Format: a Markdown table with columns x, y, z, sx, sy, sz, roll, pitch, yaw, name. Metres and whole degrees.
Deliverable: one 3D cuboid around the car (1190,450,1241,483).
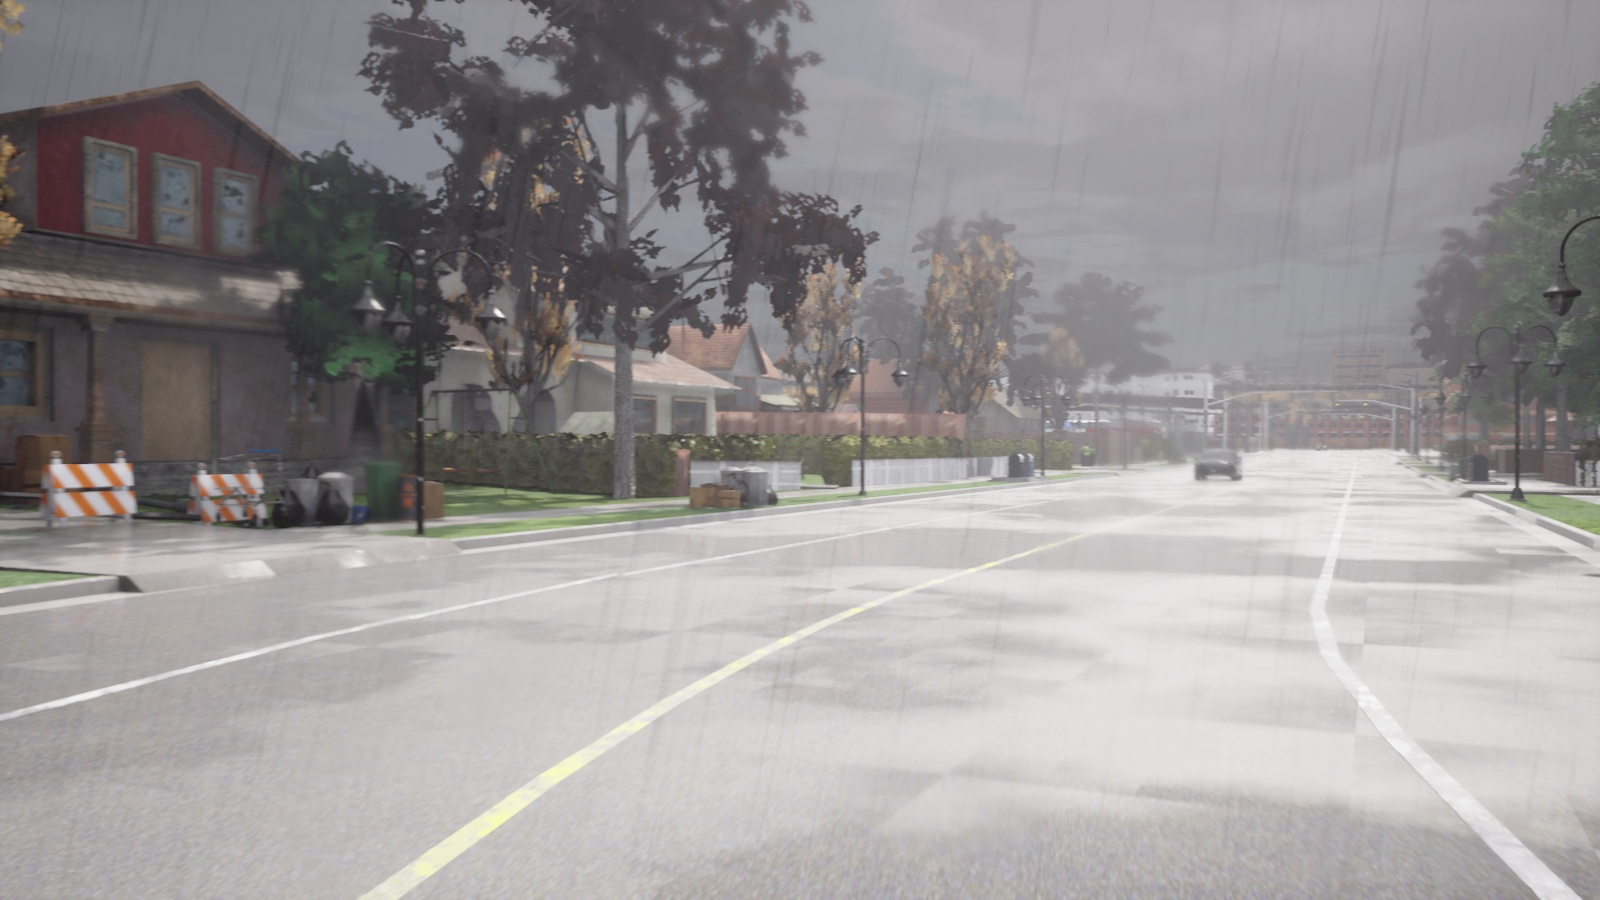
| x | y | z | sx | sy | sz | roll | pitch | yaw | name |
| --- | --- | --- | --- | --- | --- | --- | --- | --- | --- |
| 19.596 | 0.728 | 59.094 | 1.837 | 1.490 | 4.892 | 0 | 0 | 24 | car |
